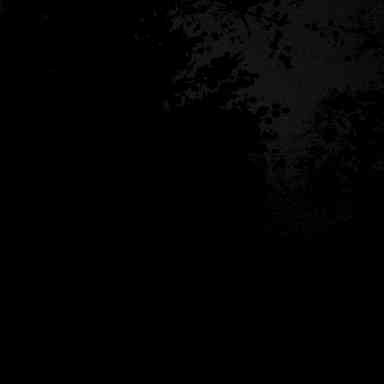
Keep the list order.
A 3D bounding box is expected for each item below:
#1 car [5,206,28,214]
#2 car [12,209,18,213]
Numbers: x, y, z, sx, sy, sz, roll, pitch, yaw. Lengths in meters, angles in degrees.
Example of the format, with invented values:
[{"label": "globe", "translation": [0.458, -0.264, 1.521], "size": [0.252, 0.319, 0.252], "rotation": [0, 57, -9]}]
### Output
[{"label": "car", "translation": [-41.920, 4.277, 79.593], "size": [2.002, 1.452, 4.674], "rotation": [0, 1, 19]}, {"label": "car", "translation": [-30.528, 4.255, 53.806], "size": [5.566, 2.045, 2.435], "rotation": [0, 0, 17]}]
